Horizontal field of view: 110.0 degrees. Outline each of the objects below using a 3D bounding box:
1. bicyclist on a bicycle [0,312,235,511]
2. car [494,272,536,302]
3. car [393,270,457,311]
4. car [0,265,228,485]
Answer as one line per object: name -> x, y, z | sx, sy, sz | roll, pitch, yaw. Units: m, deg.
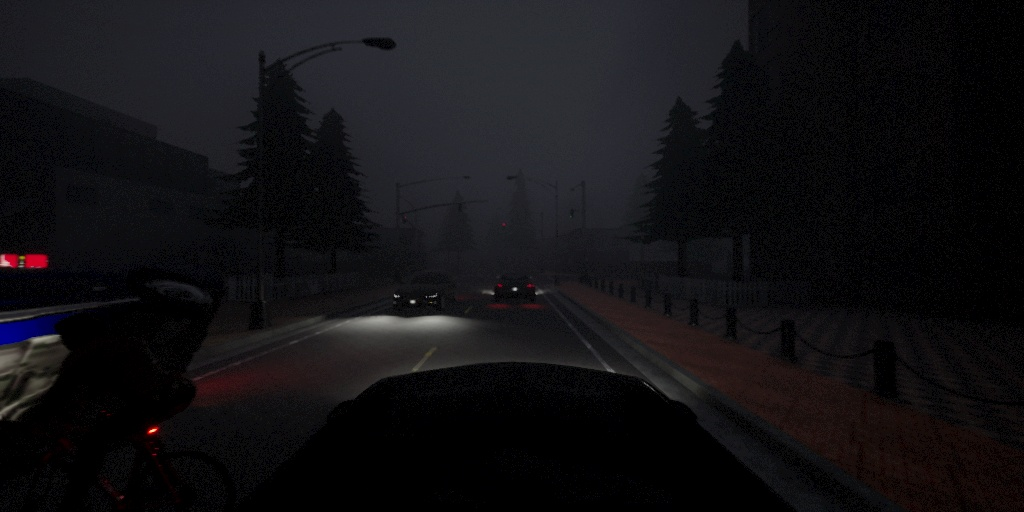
bicyclist on a bicycle -> -2.731, 1.204, 2.428 | 1.656, 1.620, 0.582 | 0, 1, -3
car -> 0.137, 1.482, 18.109 | 1.994, 1.385, 4.181 | 0, -1, 0
car -> -3.525, 1.391, 15.259 | 1.837, 1.490, 4.892 | 0, 0, 1
car -> -4.376, 0.988, 2.534 | 1.301, 1.895, 4.718 | 27, -1, -1
